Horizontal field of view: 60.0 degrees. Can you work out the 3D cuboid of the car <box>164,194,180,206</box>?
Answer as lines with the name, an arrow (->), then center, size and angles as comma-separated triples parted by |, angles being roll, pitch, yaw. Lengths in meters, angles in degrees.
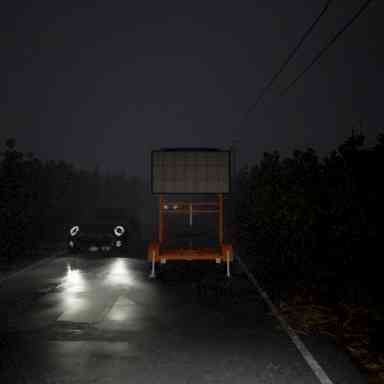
car -> -3.482, 1.351, 54.921 | 2.097, 1.767, 4.553 | 0, 0, 0

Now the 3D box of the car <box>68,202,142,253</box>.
car -> -3.347, 1.352, 13.555 | 2.097, 1.767, 4.553 | 0, 0, 0

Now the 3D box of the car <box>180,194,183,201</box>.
car -> -3.466, 1.259, 89.201 | 2.150, 2.045, 5.566 | 0, 0, 1

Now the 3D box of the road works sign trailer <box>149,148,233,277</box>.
road works sign trailer -> -0.035, 0.464, 10.220 | 2.380, 3.560, 2.880 | 0, 0, 0
